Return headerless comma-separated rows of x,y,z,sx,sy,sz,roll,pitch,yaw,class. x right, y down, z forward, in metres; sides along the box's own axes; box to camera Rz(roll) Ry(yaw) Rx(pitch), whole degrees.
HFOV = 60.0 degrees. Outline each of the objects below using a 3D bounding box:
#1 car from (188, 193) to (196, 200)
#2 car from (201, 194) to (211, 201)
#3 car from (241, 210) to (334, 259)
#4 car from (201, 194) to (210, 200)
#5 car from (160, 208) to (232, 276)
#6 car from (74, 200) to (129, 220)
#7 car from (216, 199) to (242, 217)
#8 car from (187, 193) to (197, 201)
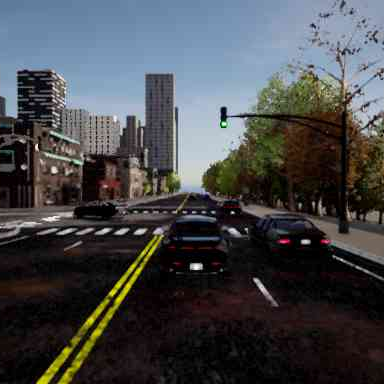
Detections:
-0.010,1.055,83.576,1.882,1.535,5.008,0,0,0,car
3.241,1.294,73.576,1.812,1.442,4.674,0,0,0,car
3.349,1.512,12.316,2.033,1.411,5.357,0,0,0,car
3.240,1.117,83.577,2.033,1.411,5.357,0,0,0,car
0.095,1.476,10.181,1.837,1.490,4.892,0,0,0,car
-7.502,1.413,27.281,4.902,1.511,2.128,0,0,27,car
3.348,1.418,29.826,1.837,1.490,4.892,0,0,0,car
-0.009,1.294,73.575,1.812,1.442,4.674,0,0,0,car
